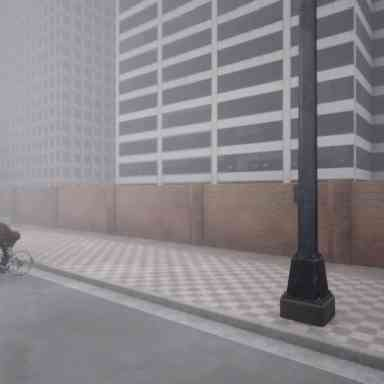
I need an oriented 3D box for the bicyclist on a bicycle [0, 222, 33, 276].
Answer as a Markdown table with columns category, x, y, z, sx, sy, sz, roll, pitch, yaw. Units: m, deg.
| category | x | y | z | sx | sy | sz | roll | pitch | yaw |
| --- | --- | --- | --- | --- | --- | --- | --- | --- | --- |
| bicyclist on a bicycle | -4.828 | 1.419 | 8.360 | 0.582 | 1.620 | 1.656 | 0 | 1 | 39 |
